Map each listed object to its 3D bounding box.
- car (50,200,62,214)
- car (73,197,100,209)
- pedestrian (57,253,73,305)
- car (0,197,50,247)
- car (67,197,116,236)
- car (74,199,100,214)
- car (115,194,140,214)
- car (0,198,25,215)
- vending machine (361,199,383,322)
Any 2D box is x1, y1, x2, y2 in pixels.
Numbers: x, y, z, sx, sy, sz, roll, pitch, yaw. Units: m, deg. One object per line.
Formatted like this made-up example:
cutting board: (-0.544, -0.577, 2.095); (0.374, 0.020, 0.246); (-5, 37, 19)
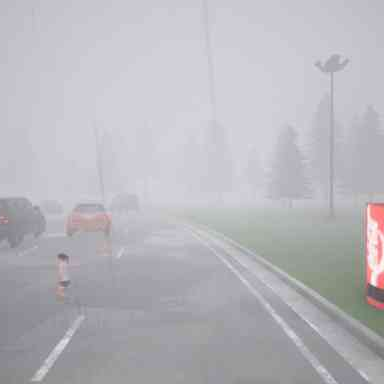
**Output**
car: (-14.965, 1.563, 35.035); (1.994, 1.385, 4.181); (0, 0, -30)
car: (-15.060, 1.525, 47.408); (1.812, 1.442, 4.674); (0, 0, -43)
pedestrian: (-2.539, 1.674, 6.615); (0.500, 1.100, 0.500); (0, 0, -5)
car: (-8.371, 1.221, 14.957); (2.150, 2.045, 5.566); (0, 0, -10)
car: (-5.606, 1.352, 18.727); (2.097, 1.767, 4.553); (0, 0, -11)
car: (-11.638, 1.563, 36.665); (1.994, 1.385, 4.181); (0, 0, -28)
car: (-7.402, 1.222, 36.359); (2.150, 2.045, 5.566); (0, 0, -26)
car: (-19.244, 1.491, 35.410); (2.128, 1.511, 4.902); (0, 0, -33)
vending machine: (3.845, 1.195, 6.014); (1.100, 2.100, 0.880); (0, 0, -4)
